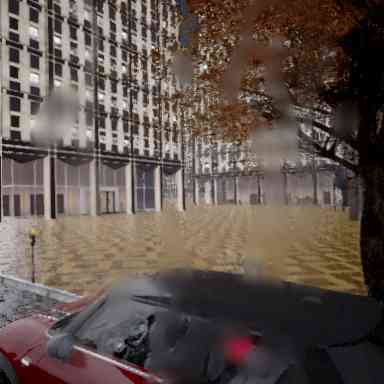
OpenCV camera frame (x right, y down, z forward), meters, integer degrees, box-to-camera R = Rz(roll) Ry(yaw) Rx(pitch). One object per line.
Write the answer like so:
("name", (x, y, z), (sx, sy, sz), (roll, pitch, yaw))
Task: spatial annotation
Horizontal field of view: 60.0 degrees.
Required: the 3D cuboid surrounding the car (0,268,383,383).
("car", (-0.202, 1.458, 3.036), (4.097, 1.590, 1.967), (-1, -1, 36))
